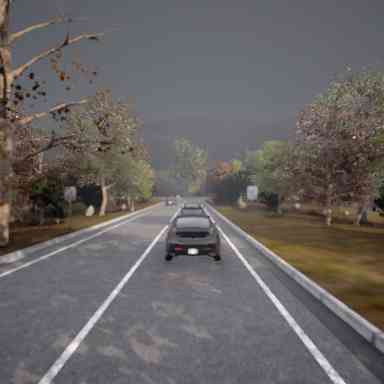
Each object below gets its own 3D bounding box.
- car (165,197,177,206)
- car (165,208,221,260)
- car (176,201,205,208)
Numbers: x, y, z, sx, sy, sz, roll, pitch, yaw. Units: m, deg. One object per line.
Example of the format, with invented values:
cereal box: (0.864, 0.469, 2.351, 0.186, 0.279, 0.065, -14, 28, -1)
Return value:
car: (-3.560, 1.631, 57.010, 2.128, 1.511, 4.902, 0, 0, 0)
car: (0.047, 1.579, 12.668, 1.837, 1.490, 4.892, 0, 0, 0)
car: (0.046, 1.629, 27.621, 2.128, 1.511, 4.902, 0, 0, 1)
